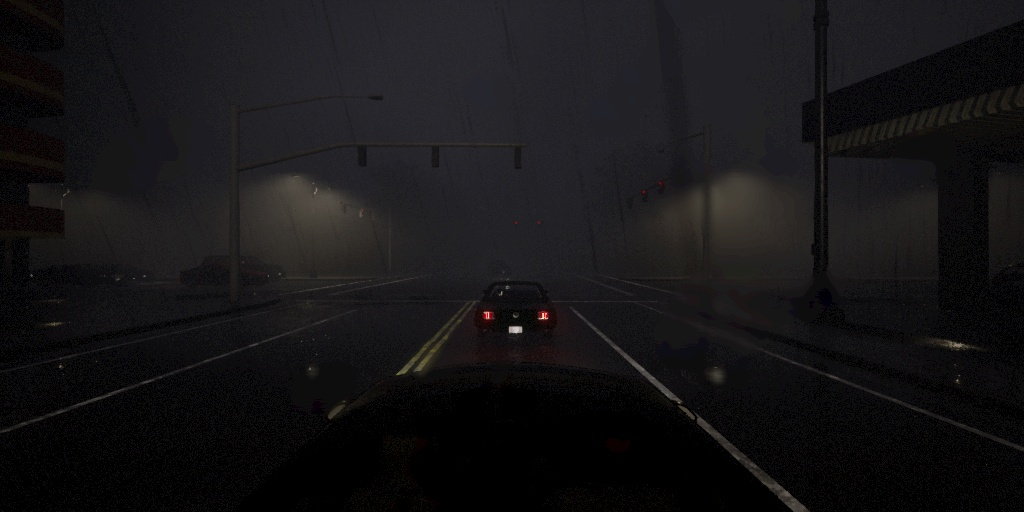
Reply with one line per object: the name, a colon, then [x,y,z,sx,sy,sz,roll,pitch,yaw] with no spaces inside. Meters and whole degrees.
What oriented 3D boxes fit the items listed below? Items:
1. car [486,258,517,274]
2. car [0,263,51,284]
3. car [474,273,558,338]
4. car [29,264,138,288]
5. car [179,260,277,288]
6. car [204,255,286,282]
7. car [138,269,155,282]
car: [-1.324,1.241,35.465,2.128,1.511,4.902,0,0,-13]
car: [-37.991,1.276,26.825,4.674,1.442,1.812,0,0,1]
car: [0.097,1.351,10.193,1.895,1.301,4.718,0,0,0]
car: [-27.833,1.241,23.135,4.902,1.511,2.128,0,0,1]
car: [-18.330,1.228,22.961,5.008,1.535,1.882,0,0,1]
car: [-19.891,0.971,26.509,5.566,2.045,2.150,0,0,1]
car: [-29.309,1.314,26.659,4.181,1.385,1.994,0,0,0]
